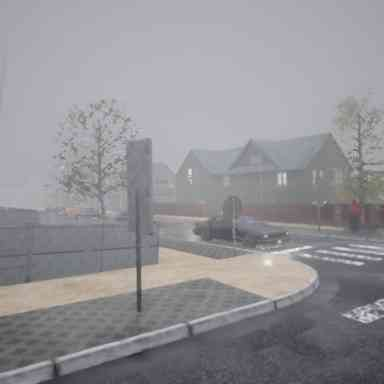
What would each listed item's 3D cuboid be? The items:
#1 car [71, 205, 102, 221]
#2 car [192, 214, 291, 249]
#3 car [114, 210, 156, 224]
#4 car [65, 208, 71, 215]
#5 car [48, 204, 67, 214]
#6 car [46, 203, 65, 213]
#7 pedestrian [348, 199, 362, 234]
[{"bbox_3d":[-10.553,2.342,34.202,1.994,1.385,4.181,-1,-1,-35],"label":"car"},{"bbox_3d":[2.176,1.806,16.378,2.033,1.411,5.357,-1,-1,-36],"label":"car"},{"bbox_3d":[-4.458,2.093,25.661,1.994,1.385,4.181,-1,-1,-36],"label":"car"},{"bbox_3d":[-15.690,2.516,46.436,1.882,1.535,5.008,-1,-1,-36],"label":"car"},{"bbox_3d":[-23.036,2.817,56.712,1.882,1.535,5.008,-1,-1,-36],"label":"car"},{"bbox_3d":[-19.227,2.248,46.474,1.837,1.490,4.892,-1,-1,-36],"label":"car"},{"bbox_3d":[8.557,1.242,17.517,0.375,1.860,0.375,-3,2,-36],"label":"pedestrian"}]
